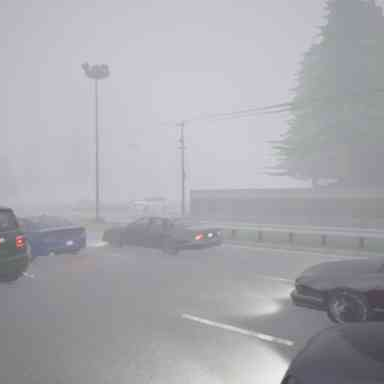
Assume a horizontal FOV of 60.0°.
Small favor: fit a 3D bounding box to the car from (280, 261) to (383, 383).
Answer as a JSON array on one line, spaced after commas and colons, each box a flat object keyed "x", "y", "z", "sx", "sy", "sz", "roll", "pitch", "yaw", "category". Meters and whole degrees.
[{"x": 2.651, "y": 1.553, "z": 2.070, "sx": 4.181, "sy": 1.385, "sz": 1.994, "roll": -1, "pitch": 0, "yaw": 36, "category": "car"}]

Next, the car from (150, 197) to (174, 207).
[{"x": -5.755, "y": 1.876, "z": 64.621, "sx": 2.097, "sy": 1.767, "sz": 4.553, "roll": -1, "pitch": -1, "yaw": 37, "category": "car"}]

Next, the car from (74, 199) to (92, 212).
[{"x": -13.951, "y": 2.004, "z": 47.773, "sx": 1.812, "sy": 1.442, "sz": 4.674, "roll": -1, "pitch": -1, "yaw": 36, "category": "car"}]

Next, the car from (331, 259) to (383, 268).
[{"x": 4.379, "y": 1.542, "z": 5.139, "sx": 5.357, "sy": 1.411, "sz": 2.033, "roll": -1, "pitch": -1, "yaw": 36, "category": "car"}]

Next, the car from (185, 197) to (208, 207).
[{"x": 0.912, "y": 1.792, "z": 61.875, "sx": 2.097, "sy": 1.767, "sz": 4.553, "roll": -1, "pitch": 0, "yaw": 37, "category": "car"}]

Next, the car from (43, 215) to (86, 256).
[{"x": -6.178, "y": 1.628, "z": 12.845, "sx": 5.008, "sy": 1.535, "sz": 1.882, "roll": -1, "pitch": -1, "yaw": 36, "category": "car"}]

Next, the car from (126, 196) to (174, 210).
[{"x": -5.212, "y": 1.575, "z": 41.942, "sx": 2.150, "sy": 2.045, "sz": 5.566, "roll": -1, "pitch": -1, "yaw": 37, "category": "car"}]

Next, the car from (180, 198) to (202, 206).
[{"x": -0.136, "y": 2.008, "z": 66.277, "sx": 1.812, "sy": 1.442, "sz": 4.674, "roll": -1, "pitch": -1, "yaw": 37, "category": "car"}]

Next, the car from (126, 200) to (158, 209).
[{"x": -8.238, "y": 2.028, "z": 55.473, "sx": 2.033, "sy": 1.411, "sz": 5.357, "roll": -1, "pitch": -1, "yaw": 36, "category": "car"}]

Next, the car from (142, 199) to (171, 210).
[{"x": -5.605, "y": 1.943, "z": 53.148, "sx": 1.837, "sy": 1.490, "sz": 4.892, "roll": -1, "pitch": 0, "yaw": 37, "category": "car"}]

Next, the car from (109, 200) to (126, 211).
[{"x": -8.158, "y": 1.996, "z": 43.838, "sx": 1.895, "sy": 1.301, "sz": 4.718, "roll": -1, "pitch": -1, "yaw": 37, "category": "car"}]

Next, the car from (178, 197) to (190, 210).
[{"x": 0.597, "y": 1.860, "z": 49.748, "sx": 1.837, "sy": 1.490, "sz": 4.892, "roll": -1, "pitch": -1, "yaw": 37, "category": "car"}]

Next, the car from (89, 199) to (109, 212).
[{"x": -11.162, "y": 2.038, "z": 45.662, "sx": 1.895, "sy": 1.301, "sz": 4.718, "roll": -1, "pitch": -1, "yaw": 37, "category": "car"}]

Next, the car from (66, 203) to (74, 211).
[{"x": -16.575, "y": 1.872, "z": 50.114, "sx": 2.097, "sy": 1.767, "sz": 4.553, "roll": -1, "pitch": -1, "yaw": 37, "category": "car"}]

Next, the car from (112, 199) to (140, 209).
[{"x": -11.321, "y": 2.048, "z": 57.180, "sx": 1.812, "sy": 1.442, "sz": 4.674, "roll": -1, "pitch": -1, "yaw": 37, "category": "car"}]

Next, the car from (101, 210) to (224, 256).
[{"x": -1.356, "y": 1.659, "z": 13.649, "sx": 5.357, "sy": 1.411, "sz": 2.033, "roll": -1, "pitch": -1, "yaw": 36, "category": "car"}]

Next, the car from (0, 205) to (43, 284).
[{"x": -6.528, "y": 1.347, "z": 8.761, "sx": 5.566, "sy": 2.045, "sz": 2.150, "roll": -1, "pitch": 0, "yaw": 36, "category": "car"}]

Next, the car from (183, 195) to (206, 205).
[{"x": 0.610, "y": 1.749, "z": 72.964, "sx": 2.150, "sy": 2.045, "sz": 5.566, "roll": -1, "pitch": -1, "yaw": 37, "category": "car"}]

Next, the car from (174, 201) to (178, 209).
[{"x": -2.696, "y": 1.998, "z": 51.195, "sx": 1.895, "sy": 1.301, "sz": 4.718, "roll": -1, "pitch": -1, "yaw": 37, "category": "car"}]
